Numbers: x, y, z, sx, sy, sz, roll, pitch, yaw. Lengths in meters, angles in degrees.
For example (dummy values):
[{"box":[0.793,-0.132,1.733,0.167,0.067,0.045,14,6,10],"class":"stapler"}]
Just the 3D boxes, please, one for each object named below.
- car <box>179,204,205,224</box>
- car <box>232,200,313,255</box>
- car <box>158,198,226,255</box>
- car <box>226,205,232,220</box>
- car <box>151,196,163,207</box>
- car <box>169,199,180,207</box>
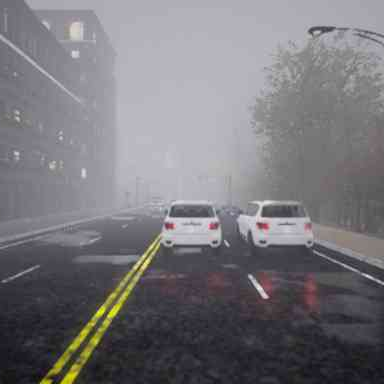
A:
[{"box":[-0.012,1.823,28.986,2.033,1.411,5.357,0,-1,0],"class":"car"},{"box":[3.245,1.350,14.031,2.150,2.045,5.566,0,0,0],"class":"car"},{"box":[-0.006,1.350,14.015,2.150,2.045,5.566,0,0,0],"class":"car"},{"box":[3.238,1.824,28.989,2.033,1.411,5.357,0,-1,0],"class":"car"},{"box":[-6.532,1.827,63.699,2.150,2.045,5.566,0,-1,0],"class":"car"},{"box":[-3.284,2.145,63.356,1.812,1.442,4.674,0,-1,0],"class":"car"}]
